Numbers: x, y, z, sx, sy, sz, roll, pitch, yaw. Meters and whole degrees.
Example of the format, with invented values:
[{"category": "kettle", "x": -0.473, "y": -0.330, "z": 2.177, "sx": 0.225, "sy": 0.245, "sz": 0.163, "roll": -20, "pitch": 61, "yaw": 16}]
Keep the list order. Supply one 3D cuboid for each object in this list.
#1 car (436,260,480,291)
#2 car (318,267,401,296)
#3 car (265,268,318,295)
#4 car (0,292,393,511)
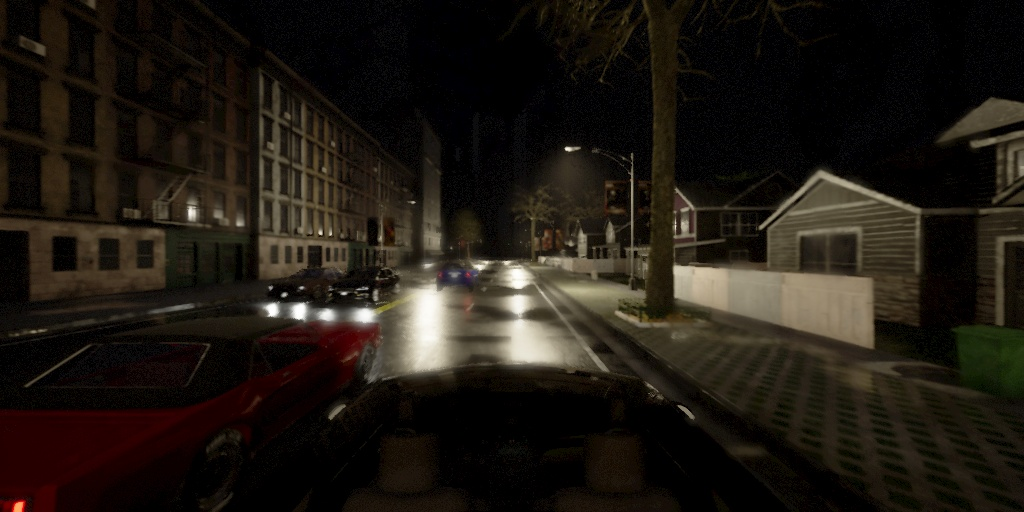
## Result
[{"category": "car", "x": -3.144, "y": 1.094, "z": 21.708, "sx": 2.097, "sy": 1.767, "sz": 4.553, "roll": 0, "pitch": 0, "yaw": 0}, {"category": "car", "x": -6.562, "y": 1.253, "z": 16.457, "sx": 1.837, "sy": 1.490, "sz": 4.892, "roll": 0, "pitch": -1, "yaw": 0}, {"category": "car", "x": -9.800, "y": 1.293, "z": 18.117, "sx": 2.033, "sy": 1.411, "sz": 5.357, "roll": 0, "pitch": 0, "yaw": 0}, {"category": "car", "x": -3.148, "y": 1.351, "z": 4.110, "sx": 1.895, "sy": 1.301, "sz": 4.718, "roll": 0, "pitch": 0, "yaw": 0}]
